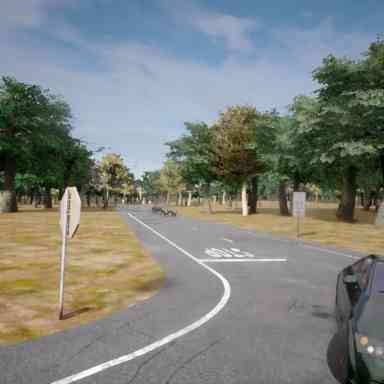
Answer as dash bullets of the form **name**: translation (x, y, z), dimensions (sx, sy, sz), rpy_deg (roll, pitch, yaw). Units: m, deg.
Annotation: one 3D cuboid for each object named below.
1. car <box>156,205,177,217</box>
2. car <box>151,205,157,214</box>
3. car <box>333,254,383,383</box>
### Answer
- **car**: translation (-3.514, 2.849, 48.061), dimensions (1.895, 1.301, 4.718), rpy_deg (3, -2, -13)
- **car**: translation (-5.783, 2.960, 56.904), dimensions (1.882, 1.535, 5.008), rpy_deg (3, -2, -14)
- **car**: translation (3.137, 1.643, 4.667), dimensions (1.994, 1.385, 4.181), rpy_deg (1, -1, 22)
